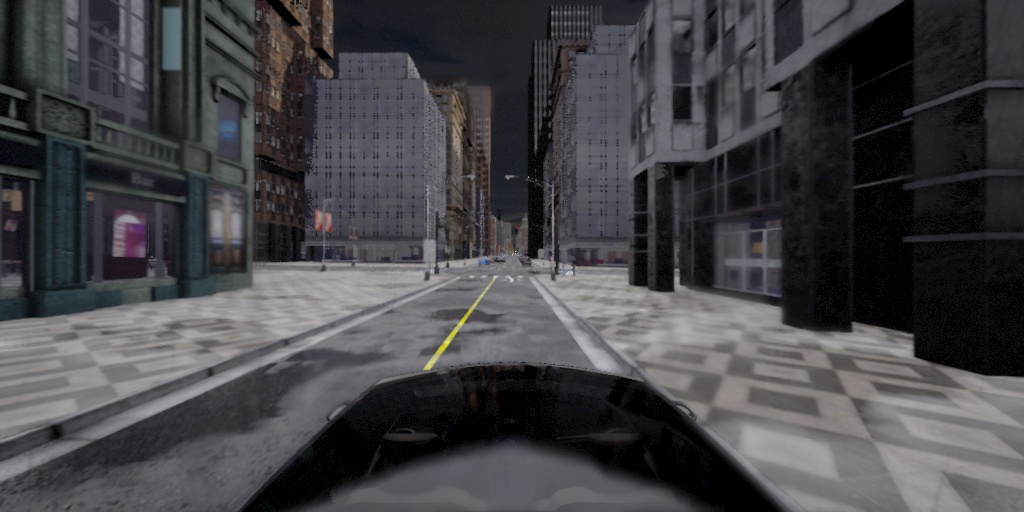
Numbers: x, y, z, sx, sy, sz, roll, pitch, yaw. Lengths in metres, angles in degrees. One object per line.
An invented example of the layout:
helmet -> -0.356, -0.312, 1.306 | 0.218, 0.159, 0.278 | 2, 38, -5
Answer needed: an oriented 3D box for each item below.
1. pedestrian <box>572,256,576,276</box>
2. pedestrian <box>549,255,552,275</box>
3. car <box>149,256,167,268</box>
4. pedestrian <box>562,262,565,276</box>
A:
pedestrian -> 5.632, 0.887, 32.761 | 0.375, 1.860, 0.375 | 0, 0, 0
pedestrian -> 3.631, 0.845, 33.361 | 0.375, 1.860, 0.375 | 0, 0, 0
car -> -43.779, 0.661, 42.564 | 4.674, 1.442, 1.812 | 1, 0, 1
pedestrian -> 4.632, 1.141, 32.160 | 0.375, 1.300, 0.375 | 0, 0, 0
